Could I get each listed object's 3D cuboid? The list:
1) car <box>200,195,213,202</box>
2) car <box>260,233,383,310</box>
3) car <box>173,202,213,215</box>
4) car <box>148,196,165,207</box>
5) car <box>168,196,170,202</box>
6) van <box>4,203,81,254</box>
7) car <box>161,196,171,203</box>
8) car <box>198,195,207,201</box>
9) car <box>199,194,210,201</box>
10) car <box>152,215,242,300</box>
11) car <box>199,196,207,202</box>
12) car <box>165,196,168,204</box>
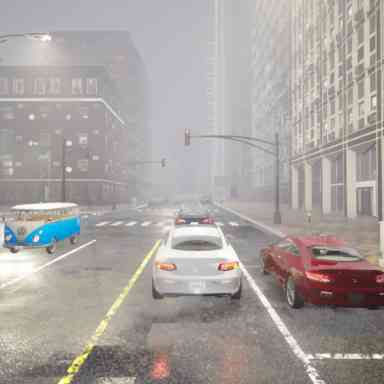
[{"bbox_3d":[2.684,1.595,56.793,1.802,1.307,4.206,1,0,0],"label":"car"},{"bbox_3d":[2.699,1.584,7.536,1.802,1.307,4.206,1,0,0],"label":"car"},{"bbox_3d":[0.071,1.509,17.410,2.163,1.488,4.792,0,0,-1],"label":"car"},{"bbox_3d":[-5.694,1.563,51.133,2.008,1.369,4.403,1,0,0],"label":"car"},{"bbox_3d":[-5.698,1.580,62.443,1.947,1.339,4.313,1,0,0],"label":"car"},{"bbox_3d":[-5.766,1.345,13.217,1.690,1.788,3.998,1,0,0],"label":"van"},{"bbox_3d":[-5.702,1.598,73.752,1.802,1.307,4.206,1,0,0],"label":"car"},{"bbox_3d":[2.675,1.569,85.066,2.008,1.369,4.403,1,0,0],"label":"car"},{"bbox_3d":[2.686,1.329,62.448,2.192,1.841,5.009,1,0,0],"label":"car"},{"bbox_3d":[0.103,1.528,8.298,1.812,1.442,4.674,0,0,0],"label":"car"},{"bbox_3d":[2.677,1.599,79.412,1.802,1.307,4.206,1,0,0],"label":"car"},{"bbox_3d":[-5.696,1.564,56.788,2.008,1.369,4.403,1,0,0],"label":"car"}]
